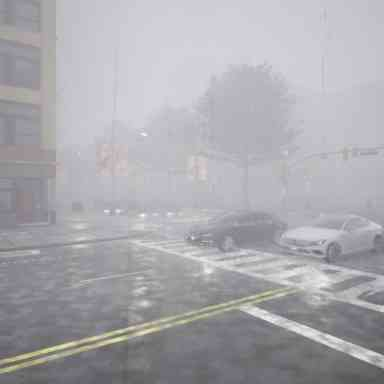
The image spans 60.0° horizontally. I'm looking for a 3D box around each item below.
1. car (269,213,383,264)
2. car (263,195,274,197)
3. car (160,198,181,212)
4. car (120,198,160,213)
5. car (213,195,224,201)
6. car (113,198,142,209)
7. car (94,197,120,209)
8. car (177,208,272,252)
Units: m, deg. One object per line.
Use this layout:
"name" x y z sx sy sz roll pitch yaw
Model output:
"car" 5.151 1.526 11.975 4.674 1.442 1.812 0 0 -35
"car" 16.184 1.320 72.064 2.002 1.452 4.674 0 0 -36
"car" -3.207 1.505 39.050 1.837 1.490 4.892 0 0 -36
"car" -5.862 1.505 36.747 1.837 1.490 4.892 0 0 -36
"car" 5.696 1.413 79.530 2.161 1.482 4.786 0 0 -36
"car" -9.260 1.547 47.490 2.033 1.411 5.357 0 0 -35
"car" -11.694 1.478 44.871 1.882 1.535 5.008 0 0 -35
"car" 2.006 1.505 14.040 4.892 1.490 1.837 0 0 -36
